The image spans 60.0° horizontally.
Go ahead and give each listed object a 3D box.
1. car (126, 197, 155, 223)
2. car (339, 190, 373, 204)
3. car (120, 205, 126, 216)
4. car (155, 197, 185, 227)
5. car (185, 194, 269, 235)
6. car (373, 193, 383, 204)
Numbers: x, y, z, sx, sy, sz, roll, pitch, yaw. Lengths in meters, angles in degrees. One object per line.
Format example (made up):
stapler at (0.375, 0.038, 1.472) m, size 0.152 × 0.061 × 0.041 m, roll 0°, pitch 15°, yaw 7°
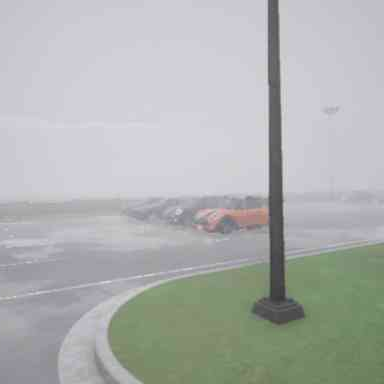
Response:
car at (-1.585, 1.153, 22.534) m, size 5.008 × 1.535 × 1.882 m, roll -2°, pitch 1°, yaw -30°
car at (19.248, 0.530, 38.708) m, size 4.902 × 1.511 × 2.128 m, roll -2°, pitch 1°, yaw -30°
car at (-3.083, 1.159, 25.712) m, size 4.892 × 1.490 × 1.837 m, roll -2°, pitch 1°, yaw -30°
car at (0.477, 1.032, 19.684) m, size 4.553 × 1.767 × 2.097 m, roll -2°, pitch 1°, yaw -30°
car at (2.264, 1.045, 16.675) m, size 4.553 × 1.767 × 2.097 m, roll -2°, pitch 1°, yaw -30°
car at (22.419, 0.614, 36.495) m, size 4.718 × 1.301 × 1.895 m, roll -2°, pitch 1°, yaw -30°
